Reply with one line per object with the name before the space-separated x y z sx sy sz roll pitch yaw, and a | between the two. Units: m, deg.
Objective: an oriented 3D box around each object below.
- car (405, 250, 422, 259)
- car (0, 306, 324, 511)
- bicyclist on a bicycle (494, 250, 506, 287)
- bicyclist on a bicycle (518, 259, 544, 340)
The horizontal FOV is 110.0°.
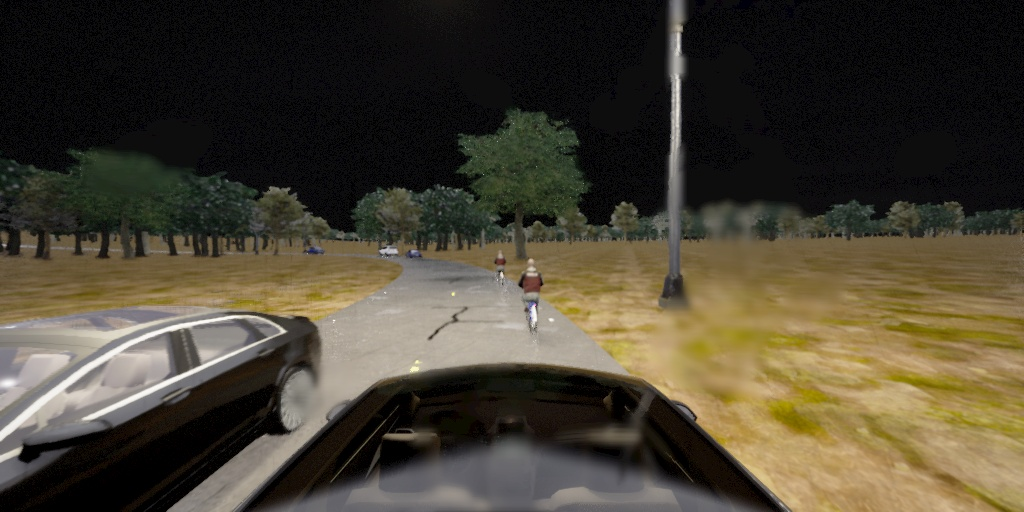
car | -16.246 -0.346 59.077 1.812 1.442 4.674 -2 2 -30
car | -3.237 1.227 2.547 2.128 1.511 4.902 0 1 -2
bicyclist on a bicycle | -0.575 0.605 17.320 0.659 1.776 1.843 -1 2 -8
bicyclist on a bicycle | 0.428 0.949 8.394 0.659 1.776 1.843 0 2 -4
